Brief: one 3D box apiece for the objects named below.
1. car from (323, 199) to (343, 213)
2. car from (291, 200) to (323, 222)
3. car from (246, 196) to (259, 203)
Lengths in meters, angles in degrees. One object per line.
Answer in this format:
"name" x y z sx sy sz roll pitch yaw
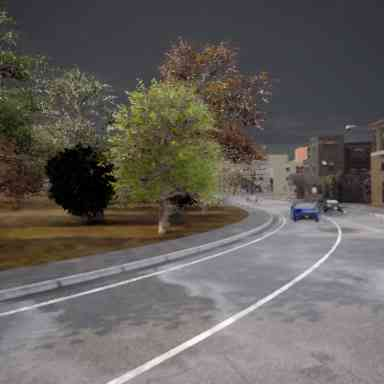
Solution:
"car" 14.533 1.465 35.473 1.812 1.442 4.674 -1 0 6
"car" 9.003 1.516 26.727 1.882 1.535 5.008 -1 0 14
"car" 12.248 1.518 67.648 1.812 1.442 4.674 -1 0 2
